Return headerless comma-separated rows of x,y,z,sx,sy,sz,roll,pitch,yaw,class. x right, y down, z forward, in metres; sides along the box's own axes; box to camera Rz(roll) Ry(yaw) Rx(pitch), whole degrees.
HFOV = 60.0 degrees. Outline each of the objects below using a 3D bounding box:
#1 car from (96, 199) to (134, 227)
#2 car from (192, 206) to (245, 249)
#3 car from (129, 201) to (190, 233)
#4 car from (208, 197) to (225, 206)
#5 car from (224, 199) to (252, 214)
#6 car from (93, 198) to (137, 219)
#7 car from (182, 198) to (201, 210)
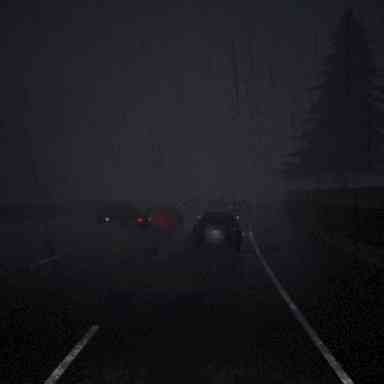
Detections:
-4.722,1.440,22.551,2.128,1.511,4.902,0,0,10,car
1.133,1.538,14.471,1.994,1.385,4.181,0,0,6,car
-1.722,1.506,19.622,2.033,1.411,5.357,0,0,9,car
3.344,1.405,40.476,1.882,1.535,5.008,0,0,18,car
5.037,1.489,34.205,2.033,1.411,5.357,0,0,16,car
-6.820,1.408,29.960,1.882,1.535,5.008,0,0,12,car
-0.246,1.446,40.739,1.812,1.442,4.674,0,0,18,car
